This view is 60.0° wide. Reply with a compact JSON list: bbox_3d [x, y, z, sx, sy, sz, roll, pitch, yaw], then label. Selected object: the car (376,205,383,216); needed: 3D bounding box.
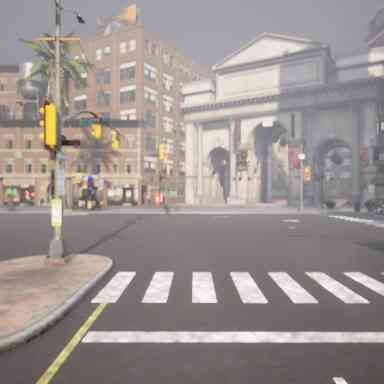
[{"bbox_3d":[18.602,1.403,28.716,4.902,1.511,2.128,0,0,1],"label":"car"}]
